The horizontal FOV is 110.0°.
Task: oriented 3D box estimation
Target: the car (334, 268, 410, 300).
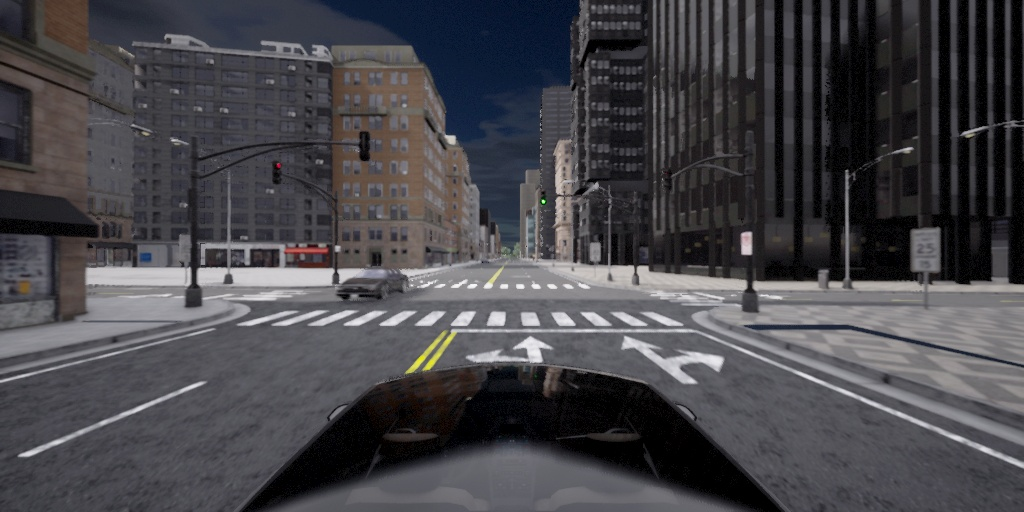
[{"bbox_3d":[-6.503,1.273,17.473,2.033,1.411,5.357,1,0,0],"label":"car"}]
